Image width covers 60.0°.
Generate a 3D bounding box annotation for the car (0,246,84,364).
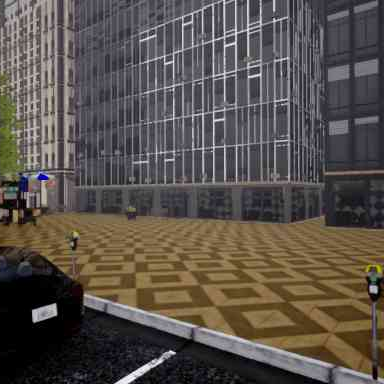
[{"bbox_3d":[-3.554,1.567,5.423,4.313,1.339,1.947,0,0,36],"label":"car"}]
